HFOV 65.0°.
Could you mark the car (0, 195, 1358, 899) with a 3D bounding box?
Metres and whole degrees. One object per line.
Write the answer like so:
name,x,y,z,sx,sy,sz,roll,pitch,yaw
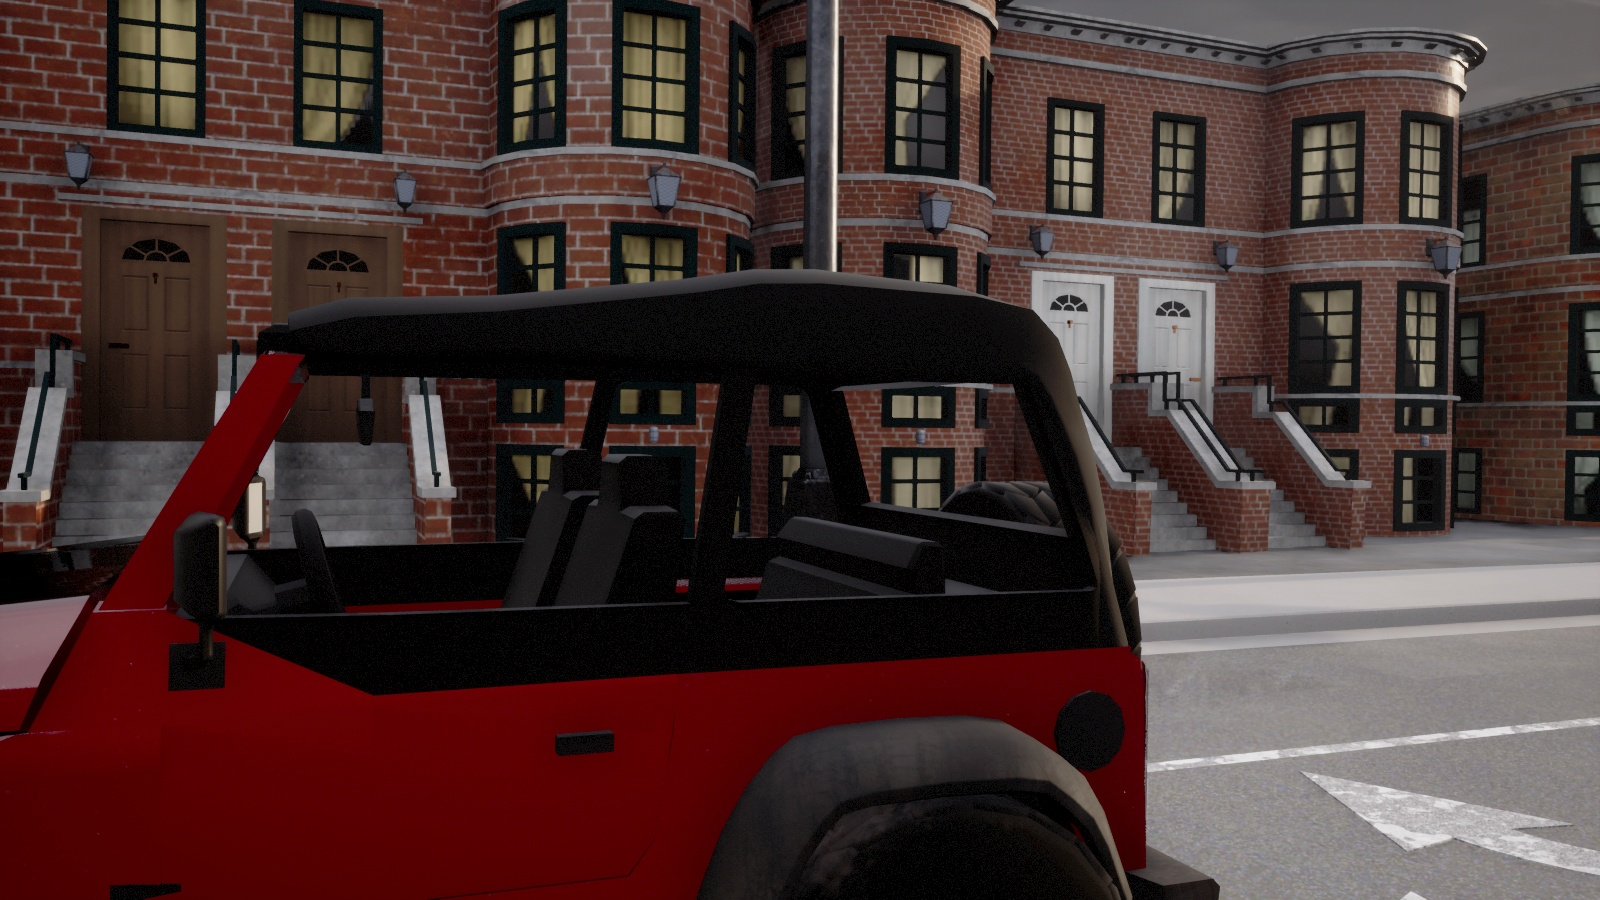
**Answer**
car,-0.955,0.557,2.881,3.866,1.878,1.905,-1,1,-21
